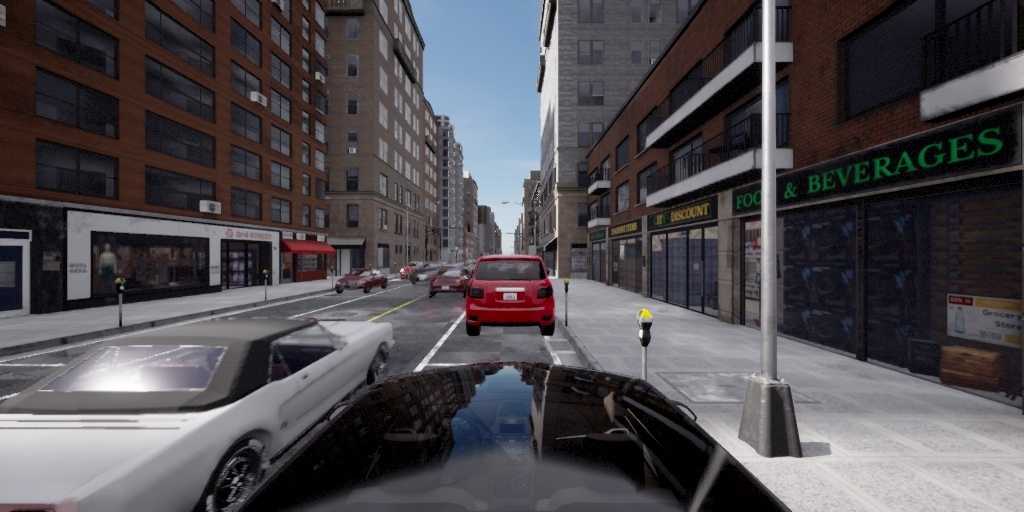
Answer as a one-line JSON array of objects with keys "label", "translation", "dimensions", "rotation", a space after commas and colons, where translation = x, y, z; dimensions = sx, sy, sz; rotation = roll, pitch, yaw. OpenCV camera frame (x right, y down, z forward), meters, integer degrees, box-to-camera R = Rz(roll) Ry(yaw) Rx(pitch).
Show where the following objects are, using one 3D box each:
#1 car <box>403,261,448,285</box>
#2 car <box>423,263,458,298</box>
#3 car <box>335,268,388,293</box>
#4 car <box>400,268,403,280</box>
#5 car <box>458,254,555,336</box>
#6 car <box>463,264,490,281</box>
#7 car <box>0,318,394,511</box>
[{"label": "car", "translation": [-5.867, 1.241, 25.845], "dimensions": [2.128, 1.511, 4.902], "rotation": [0, 0, 0]}, {"label": "car", "translation": [-3.019, 1.276, 18.562], "dimensions": [1.812, 1.442, 4.674], "rotation": [0, 0, 0]}, {"label": "car", "translation": [-8.408, 1.332, 20.388], "dimensions": [1.802, 1.307, 4.207], "rotation": [0, 0, 0]}, {"label": "car", "translation": [-8.408, 1.190, 31.425], "dimensions": [1.967, 1.591, 4.097], "rotation": [0, 0, 0]}, {"label": "car", "translation": [-0.039, 0.978, 10.530], "dimensions": [2.150, 2.045, 5.566], "rotation": [0, 0, 0]}, {"label": "car", "translation": [-2.928, 1.351, 30.549], "dimensions": [1.895, 1.301, 4.718], "rotation": [0, 0, 0]}, {"label": "car", "translation": [-2.925, 1.351, 4.020], "dimensions": [1.895, 1.301, 4.718], "rotation": [0, 0, 0]}]
